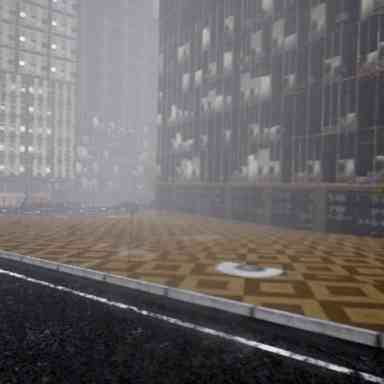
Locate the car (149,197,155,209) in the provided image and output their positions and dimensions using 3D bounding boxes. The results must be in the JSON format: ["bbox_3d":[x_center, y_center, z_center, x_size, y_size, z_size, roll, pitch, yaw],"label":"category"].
[{"bbox_3d":[-4.285,1.730,50.508,5.009,1.841,2.192,1,1,-34],"label":"car"}]

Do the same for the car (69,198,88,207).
[{"bbox_3d":[-18.095,1.653,50.610,4.403,1.369,2.008,1,1,-34],"label":"car"}]

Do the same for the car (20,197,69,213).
[{"bbox_3d":[-18.319,1.585,40.902,5.009,1.841,2.192,1,1,-34],"label":"car"}]

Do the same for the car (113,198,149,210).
[{"bbox_3d":[-8.969,1.911,47.310,4.507,1.381,1.887,1,1,-34],"label":"car"}]

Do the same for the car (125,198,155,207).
[{"bbox_3d":[-8.878,1.722,56.917,4.829,1.417,1.752,1,1,-34],"label":"car"}]
